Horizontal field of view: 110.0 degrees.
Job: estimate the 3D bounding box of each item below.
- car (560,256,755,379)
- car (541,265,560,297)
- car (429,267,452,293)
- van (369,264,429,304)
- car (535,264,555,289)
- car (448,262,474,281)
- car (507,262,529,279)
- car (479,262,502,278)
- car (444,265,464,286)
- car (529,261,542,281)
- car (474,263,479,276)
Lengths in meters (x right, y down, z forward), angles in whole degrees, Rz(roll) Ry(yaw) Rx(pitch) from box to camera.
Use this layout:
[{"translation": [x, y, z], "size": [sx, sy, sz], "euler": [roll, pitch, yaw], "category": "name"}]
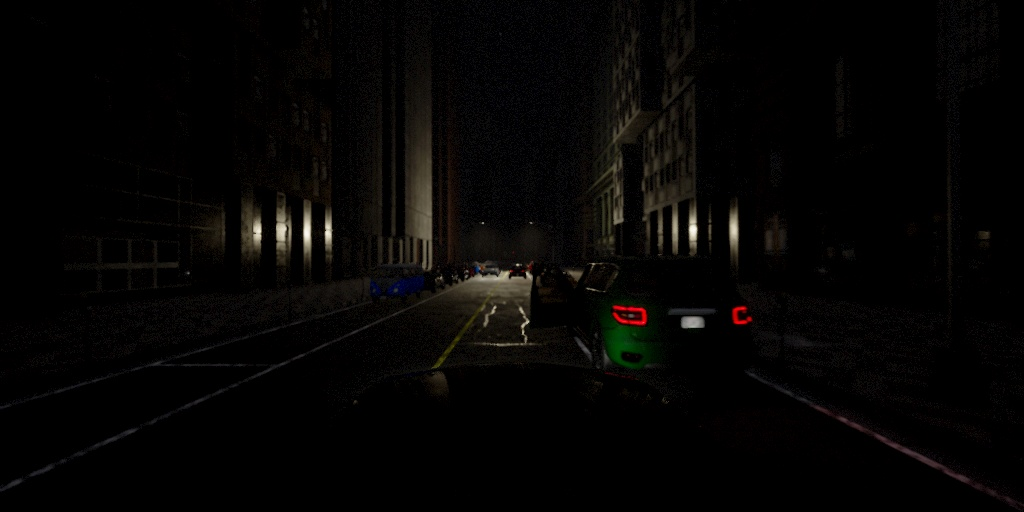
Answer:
[{"translation": [2.494, 1.030, 7.552], "size": [2.150, 2.045, 5.566], "euler": [0, -1, 1], "category": "car"}, {"translation": [3.075, 1.516, 23.267], "size": [1.751, 1.417, 4.829], "euler": [0, 0, 1], "category": "car"}, {"translation": [-5.452, 1.590, 23.199], "size": [1.948, 1.339, 4.313], "euler": [0, 0, 1], "category": "car"}, {"translation": [-5.527, 1.299, 17.563], "size": [1.690, 1.789, 3.998], "euler": [0, 0, 1], "category": "van"}, {"translation": [3.148, 1.607, 28.733], "size": [2.007, 1.370, 4.403], "euler": [0, 0, 1], "category": "car"}, {"translation": [-5.301, 1.472, 34.470], "size": [2.192, 1.841, 5.009], "euler": [0, 0, 1], "category": "car"}, {"translation": [0.590, 1.704, 38.132], "size": [1.812, 1.442, 4.674], "euler": [0, -1, 1], "category": "car"}, {"translation": [-2.485, 1.764, 42.274], "size": [1.812, 1.442, 4.674], "euler": [0, -1, 1], "category": "car"}, {"translation": [-5.376, 1.657, 28.835], "size": [1.948, 1.339, 4.313], "euler": [0, 0, 1], "category": "car"}, {"translation": [3.298, 1.630, 40.003], "size": [1.967, 1.591, 4.097], "euler": [0, 0, 1], "category": "car"}, {"translation": [-5.226, 1.769, 40.107], "size": [1.888, 1.381, 4.507], "euler": [0, 0, 1], "category": "car"}]
